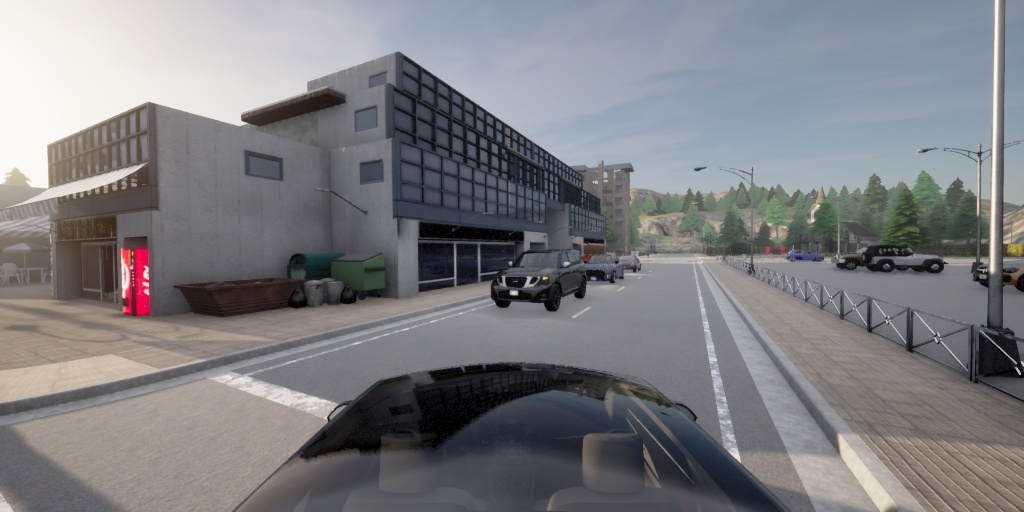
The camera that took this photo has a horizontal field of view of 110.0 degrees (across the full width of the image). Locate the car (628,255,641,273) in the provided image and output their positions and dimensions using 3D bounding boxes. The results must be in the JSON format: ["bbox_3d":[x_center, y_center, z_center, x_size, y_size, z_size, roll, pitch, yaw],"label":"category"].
[{"bbox_3d":[10.250,0.632,31.738,1.812,1.442,4.674,0,1,27],"label":"car"}]

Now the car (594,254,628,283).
[{"bbox_3d":[5.679,0.677,22.583,2.097,1.767,4.553,0,1,26],"label":"car"}]

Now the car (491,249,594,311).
[{"bbox_3d":[1.290,0.757,13.780,2.150,2.045,5.566,0,1,26],"label":"car"}]
